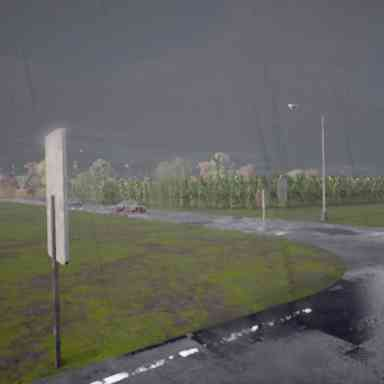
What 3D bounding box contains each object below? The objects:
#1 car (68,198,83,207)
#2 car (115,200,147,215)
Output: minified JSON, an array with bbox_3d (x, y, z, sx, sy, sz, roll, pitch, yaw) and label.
[{"bbox_3d":[-18.036,1.610,50.307,1.994,1.385,4.181,-2,1,-36],"label":"car"},{"bbox_3d":[-6.298,1.524,33.922,1.994,1.385,4.181,-2,1,-36],"label":"car"}]
